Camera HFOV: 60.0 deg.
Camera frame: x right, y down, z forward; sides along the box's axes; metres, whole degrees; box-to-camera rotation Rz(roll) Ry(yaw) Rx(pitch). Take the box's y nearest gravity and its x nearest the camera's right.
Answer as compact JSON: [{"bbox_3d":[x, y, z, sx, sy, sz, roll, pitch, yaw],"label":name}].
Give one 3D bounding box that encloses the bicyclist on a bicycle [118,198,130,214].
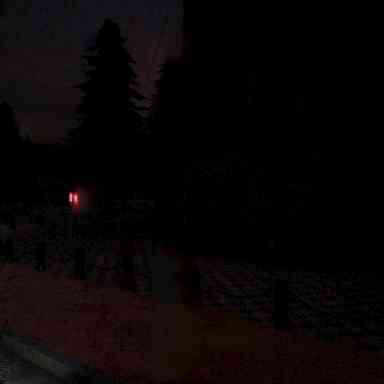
[{"bbox_3d":[-5.567,1.316,27.469,1.656,1.620,0.582,0,0,35],"label":"bicyclist on a bicycle"}]
